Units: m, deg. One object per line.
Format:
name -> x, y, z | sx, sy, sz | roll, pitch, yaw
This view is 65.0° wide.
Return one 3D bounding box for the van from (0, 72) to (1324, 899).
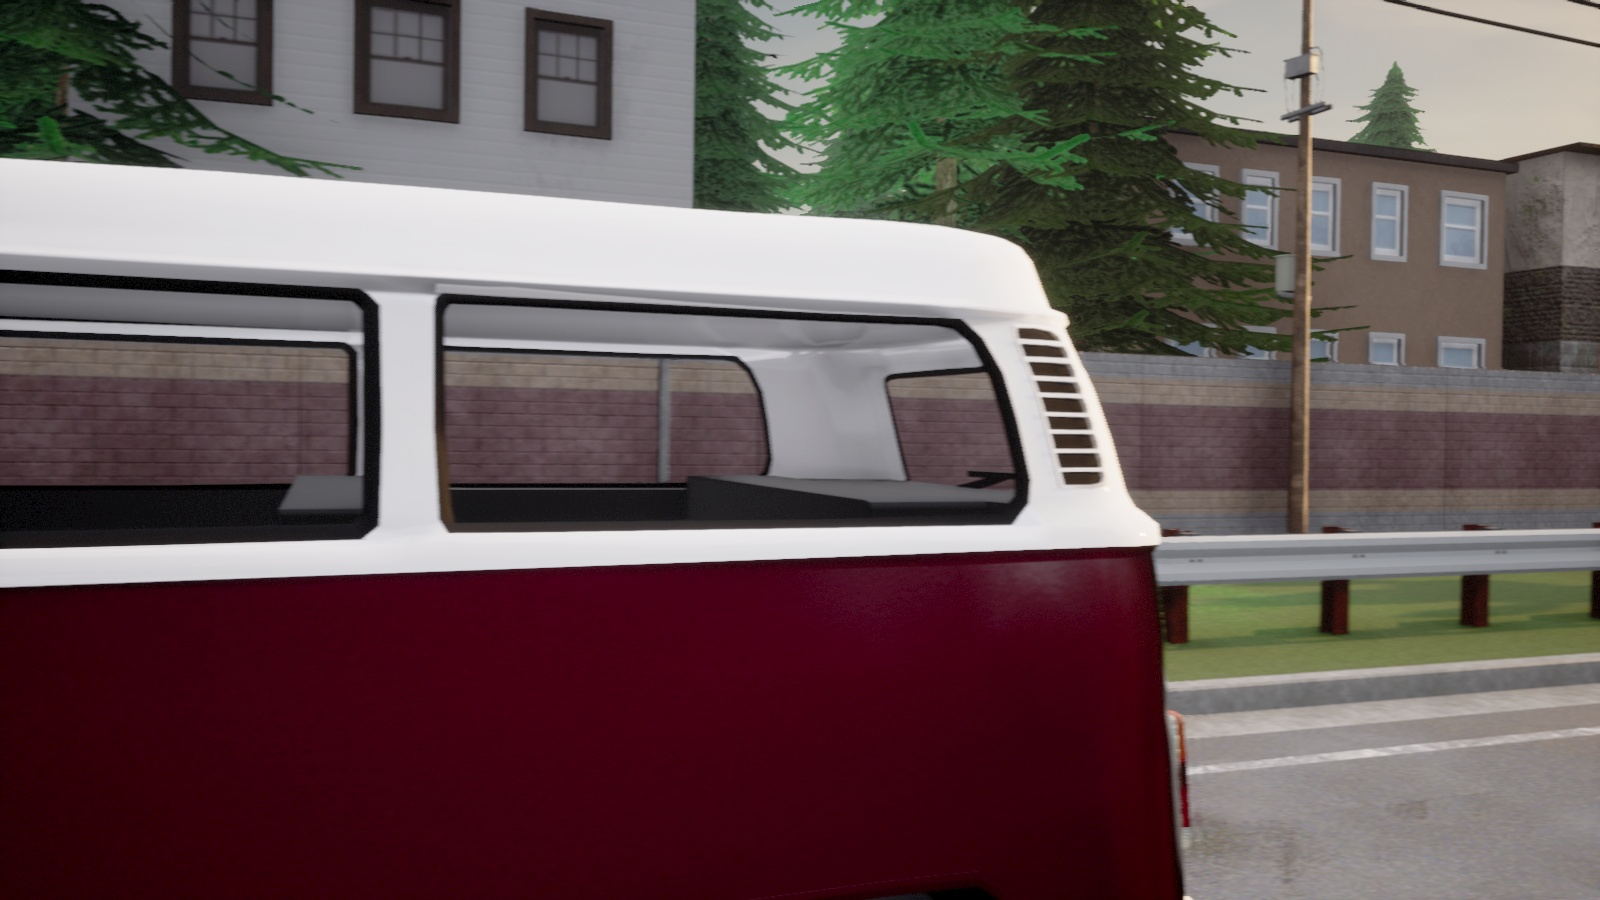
van -> -1.407, 0.494, 2.701 | 4.480, 2.038, 2.069 | -1, 1, -21
